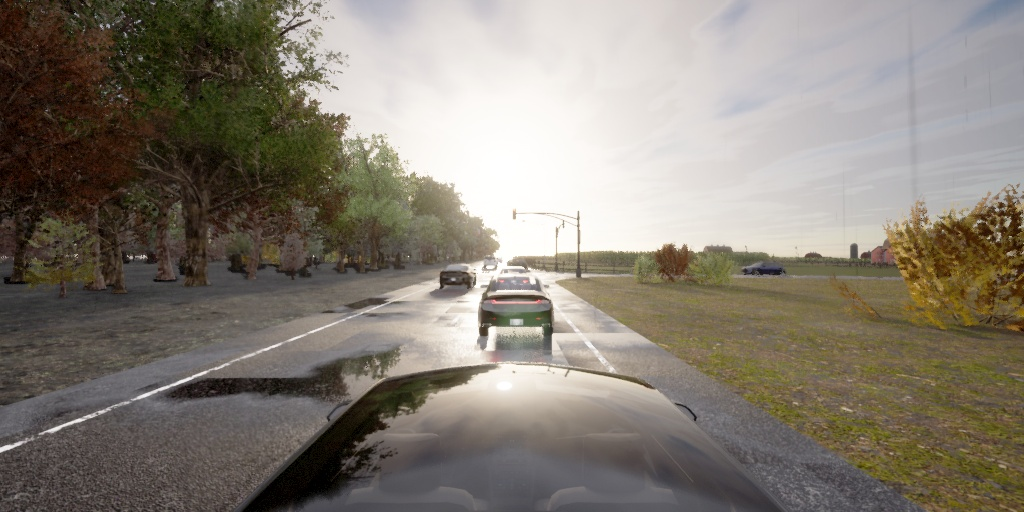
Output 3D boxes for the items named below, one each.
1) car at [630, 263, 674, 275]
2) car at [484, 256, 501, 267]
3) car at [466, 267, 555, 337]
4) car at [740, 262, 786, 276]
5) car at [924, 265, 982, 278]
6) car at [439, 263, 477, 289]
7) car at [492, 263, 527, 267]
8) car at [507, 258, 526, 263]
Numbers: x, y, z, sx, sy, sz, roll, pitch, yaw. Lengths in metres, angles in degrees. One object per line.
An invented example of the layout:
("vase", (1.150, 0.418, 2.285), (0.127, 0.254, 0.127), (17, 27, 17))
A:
("car", (16.779, 1.498, 43.071), (4.892, 1.490, 1.837), (1, -1, 2))
("car", (-3.478, 0.978, 59.382), (2.150, 2.045, 5.566), (0, 0, 0))
("car", (0.090, 1.244, 10.319), (2.128, 1.511, 4.902), (0, 0, 0))
("car", (30.002, 1.488, 42.973), (4.553, 1.767, 2.097), (1, -1, 0))
("car", (48.857, 1.882, 39.292), (4.718, 1.301, 1.895), (1, -1, 1))
("car", (-3.428, 1.233, 23.459), (1.882, 1.535, 5.008), (0, 0, 0))
("car", (0.076, 1.302, 20.060), (2.033, 1.411, 5.357), (0, 0, 0))
("car", (0.640, 1.107, 52.935), (2.097, 1.767, 4.553), (0, 0, -17))
